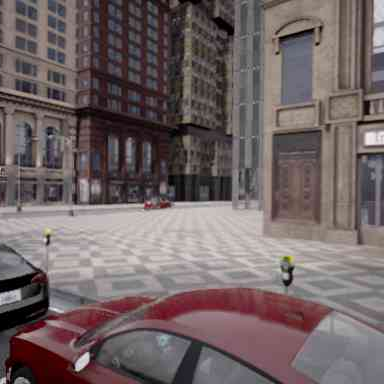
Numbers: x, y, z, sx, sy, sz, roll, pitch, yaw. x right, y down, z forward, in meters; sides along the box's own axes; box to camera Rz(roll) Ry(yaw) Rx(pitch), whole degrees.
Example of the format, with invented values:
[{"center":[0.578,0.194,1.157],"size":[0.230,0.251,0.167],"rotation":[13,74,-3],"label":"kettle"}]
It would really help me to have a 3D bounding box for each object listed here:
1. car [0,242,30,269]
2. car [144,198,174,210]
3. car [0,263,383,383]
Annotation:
[{"center":[-4.350,1.571,6.055],"size":[4.313,1.339,1.947],"rotation":[0,1,36],"label":"car"},{"center":[-4.463,1.555,45.695],"size":[2.097,1.767,4.553],"rotation":[1,0,35],"label":"car"},{"center":[0.147,1.546,2.845],"size":[4.507,1.381,1.887],"rotation":[0,1,36],"label":"car"}]
